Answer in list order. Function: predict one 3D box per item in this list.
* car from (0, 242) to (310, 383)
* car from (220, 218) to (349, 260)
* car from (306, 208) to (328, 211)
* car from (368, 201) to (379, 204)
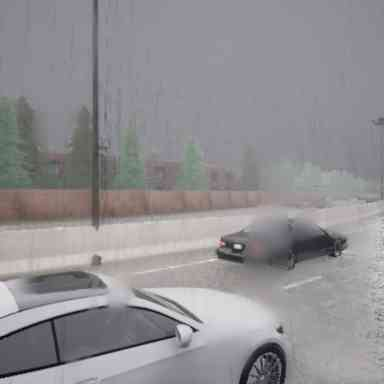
[{"bbox_3d":[-1.036,1.540,3.209,4.674,1.442,1.812,0,0,-36],"label":"car"},{"bbox_3d":[3.169,1.580,10.978,5.357,1.411,2.033,0,0,-41],"label":"car"},{"bbox_3d":[11.674,1.629,30.437,2.033,1.411,5.357,0,0,38],"label":"car"},{"bbox_3d":[34.986,1.692,64.189,2.033,1.411,5.357,0,0,34],"label":"car"}]
